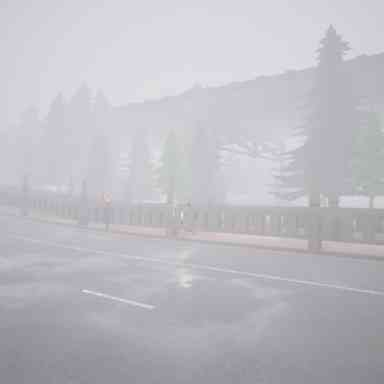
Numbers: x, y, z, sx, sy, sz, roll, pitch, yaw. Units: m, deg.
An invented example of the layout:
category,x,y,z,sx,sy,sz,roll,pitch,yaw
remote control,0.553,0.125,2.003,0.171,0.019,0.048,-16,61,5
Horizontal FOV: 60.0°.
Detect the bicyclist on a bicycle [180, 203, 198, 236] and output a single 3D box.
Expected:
category,x,y,z,sx,sy,sz,roll,pitch,yaw
bicyclist on a bicycle,-0.090,1.341,16.117,0.582,1.620,1.656,1,-3,33
